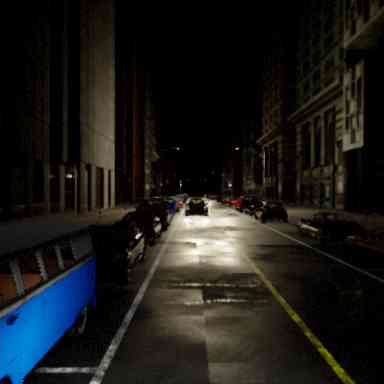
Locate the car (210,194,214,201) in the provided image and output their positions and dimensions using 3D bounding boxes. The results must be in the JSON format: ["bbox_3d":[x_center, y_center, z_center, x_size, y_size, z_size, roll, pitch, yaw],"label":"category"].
[{"bbox_3d":[6.289,1.676,88.469,1.802,1.307,4.206,0,0,0],"label":"car"}]

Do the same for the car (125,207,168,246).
[{"bbox_3d":[-2.381,1.569,15.204,1.947,1.339,4.313,0,0,0],"label":"car"}]

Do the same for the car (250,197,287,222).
[{"bbox_3d":[6.166,1.478,26.470,1.967,1.590,4.097,0,0,0],"label":"car"}]

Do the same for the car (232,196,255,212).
[{"bbox_3d":[6.189,1.361,37.743,2.192,1.841,5.009,0,0,0],"label":"car"}]

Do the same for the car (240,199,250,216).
[{"bbox_3d":[6.178,1.608,32.106,1.947,1.339,4.313,0,0,0],"label":"car"}]

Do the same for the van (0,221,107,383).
[{"bbox_3d":[-2.403,1.337,3.930,1.690,1.788,3.998,0,0,0],"label":"van"}]

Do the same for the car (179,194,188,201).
[{"bbox_3d":[-2.236,1.383,88.481,2.192,1.841,5.009,0,0,0],"label":"car"}]

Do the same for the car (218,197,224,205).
[{"bbox_3d":[6.233,1.503,60.287,1.967,1.590,4.097,0,0,0],"label":"car"}]

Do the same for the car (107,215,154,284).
[{"bbox_3d":[-2.392,1.565,9.567,1.947,1.339,4.313,0,0,0],"label":"car"}]

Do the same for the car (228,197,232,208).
[{"bbox_3d":[6.200,1.595,43.379,1.887,1.381,4.507,0,0,0],"label":"car"}]

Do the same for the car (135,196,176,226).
[{"bbox_3d":[-2.370,1.322,20.840,2.192,1.841,5.009,0,0,0],"label":"car"}]

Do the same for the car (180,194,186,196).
[{"bbox_3d":[-2.314,1.468,49.024,1.967,1.590,4.097,0,0,0],"label":"car"}]

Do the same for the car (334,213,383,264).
[{"bbox_3d":[6.133,1.551,9.731,1.752,1.417,4.829,0,0,0],"label":"car"}]

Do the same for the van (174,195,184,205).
[{"bbox_3d":[-2.291,1.378,60.297,1.690,1.788,3.998,0,0,0],"label":"van"}]

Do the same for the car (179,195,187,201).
[{"bbox_3d":[-2.247,1.501,82.843,1.967,1.590,4.097,0,0,0],"label":"car"}]

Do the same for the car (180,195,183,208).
[{"bbox_3d":[-2.336,1.460,37.751,1.967,1.590,4.097,0,0,0],"label":"car"}]

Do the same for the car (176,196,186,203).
[{"bbox_3d":[-2.269,1.598,71.570,2.008,1.369,4.403,0,0,0],"label":"car"}]

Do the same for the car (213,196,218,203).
[{"bbox_3d":[6.256,1.640,71.560,1.947,1.339,4.313,0,0,0],"label":"car"}]

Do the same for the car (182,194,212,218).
[{"bbox_3d":[0.415,1.375,30.540,2.097,1.767,4.553,0,0,0],"label":"car"}]

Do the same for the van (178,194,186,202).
[{"bbox_3d":[-2.258,1.395,77.207,1.690,1.788,3.998,0,0,0],"label":"van"}]

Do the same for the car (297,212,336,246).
[{"bbox_3d":[6.144,1.580,15.198,2.008,1.369,4.403,0,0,0],"label":"car"}]

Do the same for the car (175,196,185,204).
[{"bbox_3d":[-2.281,1.567,65.764,1.752,1.417,4.829,0,0,0],"label":"car"}]

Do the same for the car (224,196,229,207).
[{"bbox_3d":[6.211,1.620,49.016,1.947,1.339,4.313,0,0,0],"label":"car"}]

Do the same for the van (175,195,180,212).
[{"bbox_3d":[-2.347,1.357,32.114,1.690,1.788,3.998,0,0,0],"label":"van"}]

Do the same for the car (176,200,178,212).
[{"bbox_3d":[-2.359,1.556,26.477,1.887,1.381,4.507,0,0,0],"label":"car"}]
